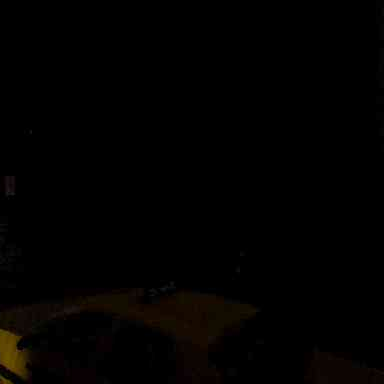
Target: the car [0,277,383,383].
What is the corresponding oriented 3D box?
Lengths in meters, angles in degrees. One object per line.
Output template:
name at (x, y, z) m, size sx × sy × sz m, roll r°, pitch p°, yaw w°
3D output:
car at (-0.511, 1.518, 3.222) m, size 4.829 × 1.417 × 1.752 m, roll 0°, pitch 0°, yaw 36°
